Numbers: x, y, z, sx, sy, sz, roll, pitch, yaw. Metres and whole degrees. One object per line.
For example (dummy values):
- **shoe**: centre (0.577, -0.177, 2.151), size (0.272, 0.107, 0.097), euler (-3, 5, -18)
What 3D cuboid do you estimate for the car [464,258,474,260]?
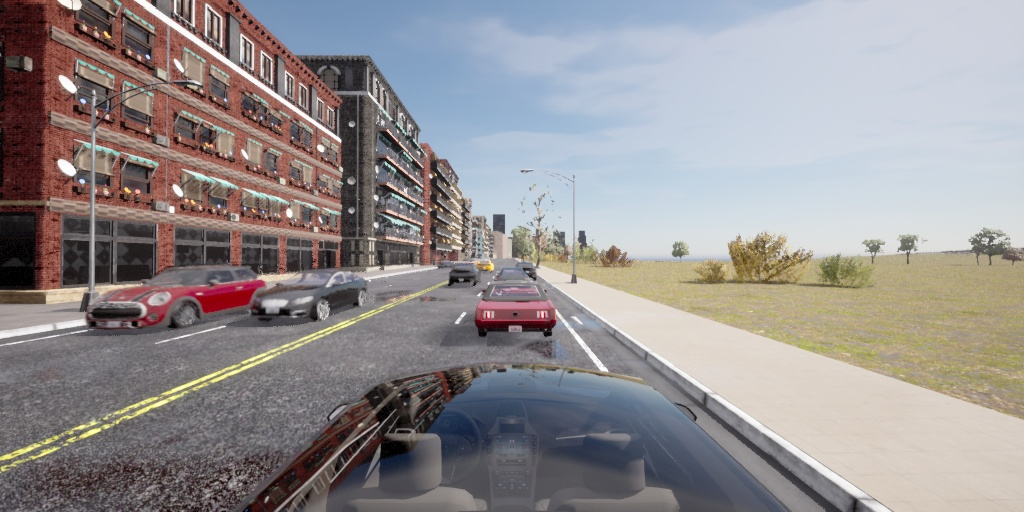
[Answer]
- **car**: centre (-6.747, 1.105, 55.349), size (2.097, 1.767, 4.553), euler (0, 0, 0)

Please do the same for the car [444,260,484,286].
- **car**: centre (-3.219, 1.257, 25.091), size (1.837, 1.490, 4.892), euler (0, 0, 0)

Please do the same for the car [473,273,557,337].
- **car**: centre (0.076, 1.352, 10.282), size (1.895, 1.301, 4.718), euler (0, 0, 0)

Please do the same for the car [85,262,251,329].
- **car**: centre (-9.878, 1.103, 11.122), size (2.097, 1.767, 4.553), euler (0, 0, 0)

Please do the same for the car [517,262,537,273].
- **car**: centre (1.053, 1.259, 30.306), size (1.837, 1.490, 4.892), euler (0, 0, 0)

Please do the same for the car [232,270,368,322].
- **car**: centre (-6.633, 1.243, 12.378), size (2.128, 1.511, 4.902), euler (0, 0, 0)

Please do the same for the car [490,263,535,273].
- **car**: centre (0.037, 1.317, 20.312), size (1.994, 1.385, 4.181), euler (0, 0, 0)

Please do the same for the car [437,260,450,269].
- **car**: centre (-9.995, 1.316, 54.097), size (1.994, 1.385, 4.181), euler (0, 0, 0)

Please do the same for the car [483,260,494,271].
- **car**: centre (-3.274, 1.231, 44.102), size (1.882, 1.535, 5.008), euler (0, 0, 0)
